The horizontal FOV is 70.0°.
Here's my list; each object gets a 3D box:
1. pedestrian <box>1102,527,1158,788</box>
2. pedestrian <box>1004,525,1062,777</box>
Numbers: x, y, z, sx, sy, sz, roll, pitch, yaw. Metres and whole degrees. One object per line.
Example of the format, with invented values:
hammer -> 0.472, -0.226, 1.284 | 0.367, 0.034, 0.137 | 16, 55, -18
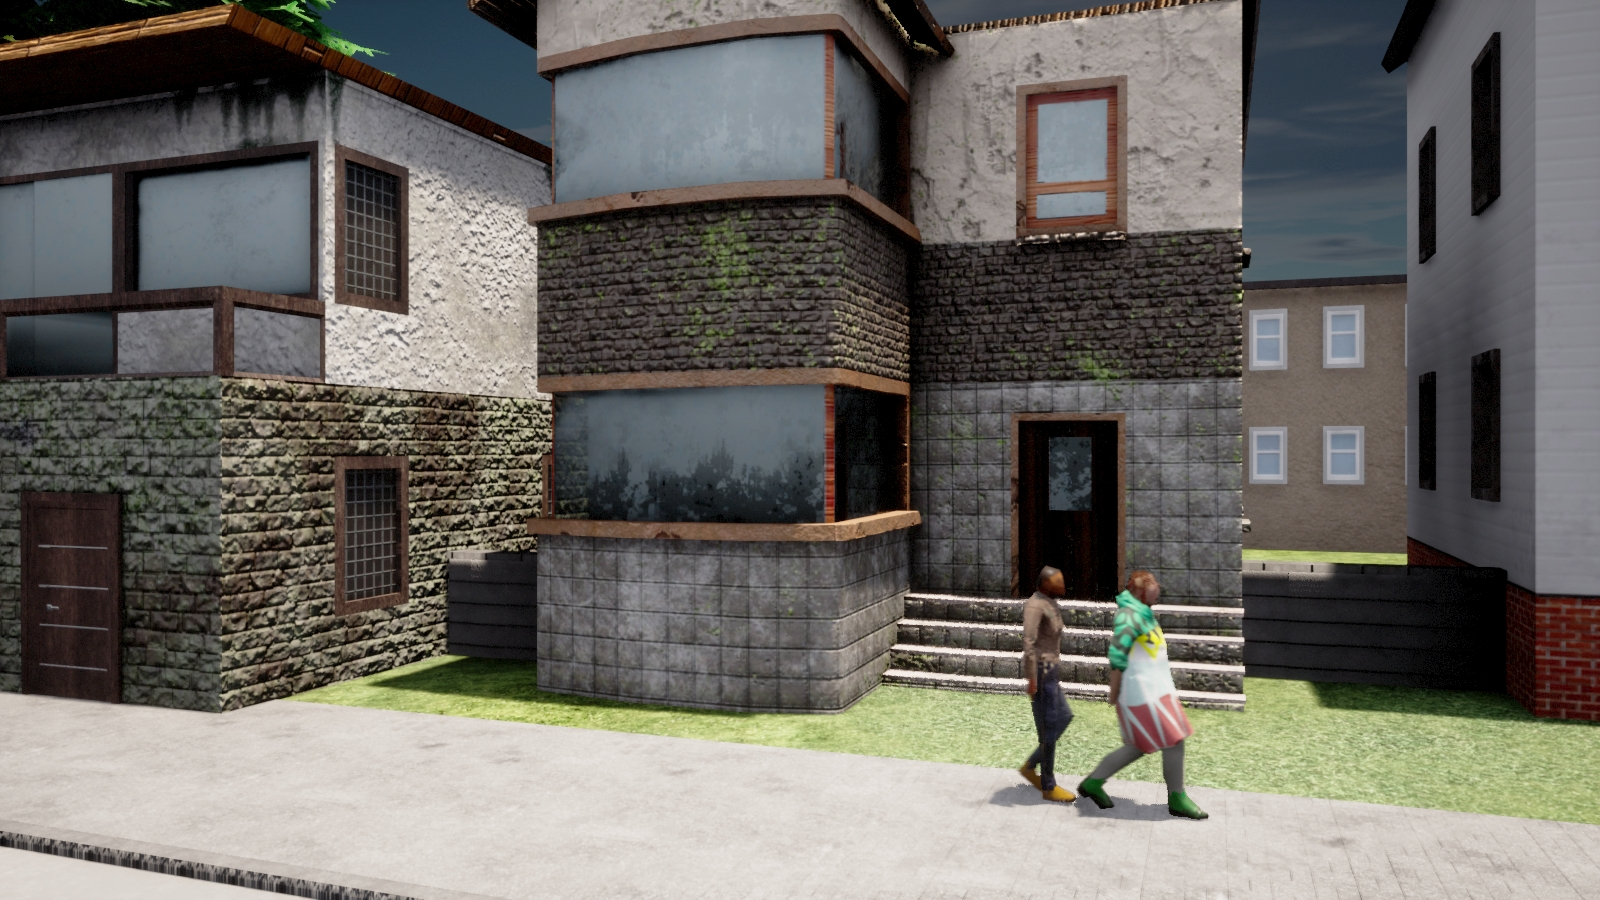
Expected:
pedestrian -> 2.469, 1.525, 8.536 | 0.375, 1.860, 0.375 | 0, 0, 20
pedestrian -> 1.803, 1.525, 8.822 | 0.375, 1.860, 0.375 | 0, 0, 23
